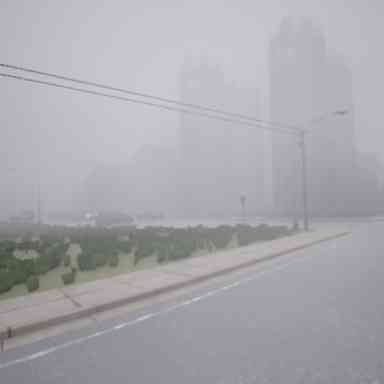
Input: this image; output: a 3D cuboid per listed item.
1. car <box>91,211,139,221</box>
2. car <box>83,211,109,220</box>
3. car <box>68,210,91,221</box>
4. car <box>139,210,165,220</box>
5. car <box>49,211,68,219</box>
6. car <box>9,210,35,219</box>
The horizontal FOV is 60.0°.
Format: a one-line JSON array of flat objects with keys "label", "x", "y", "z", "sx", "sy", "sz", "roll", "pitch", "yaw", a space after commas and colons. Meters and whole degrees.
[{"label": "car", "x": -9.058, "y": 3.093, "z": 39.376, "sx": 2.242, "sy": 1.667, "sz": 4.611, "roll": -3, "pitch": -3, "yaw": 39}, {"label": "car", "x": -15.925, "y": 3.857, "z": 54.909, "sx": 4.674, "sy": 1.442, "sz": 1.812, "roll": -3, "pitch": -3, "yaw": 39}, {"label": "car", "x": -16.233, "y": 3.539, "z": 50.466, "sx": 4.553, "sy": 1.767, "sz": 2.097, "roll": -3, "pitch": -2, "yaw": 39}, {"label": "car", "x": -5.912, "y": 3.305, "z": 46.858, "sx": 4.674, "sy": 1.442, "sz": 1.812, "roll": -3, "pitch": -2, "yaw": 39}, {"label": "car", "x": -24.679, "y": 4.287, "z": 61.829, "sx": 5.008, "sy": 1.535, "sz": 1.882, "roll": -3, "pitch": -2, "yaw": 39}, {"label": "car", "x": -27.835, "y": 3.965, "z": 54.629, "sx": 1.905, "sy": 1.878, "sz": 3.866, "roll": -3, "pitch": -3, "yaw": 39}]
